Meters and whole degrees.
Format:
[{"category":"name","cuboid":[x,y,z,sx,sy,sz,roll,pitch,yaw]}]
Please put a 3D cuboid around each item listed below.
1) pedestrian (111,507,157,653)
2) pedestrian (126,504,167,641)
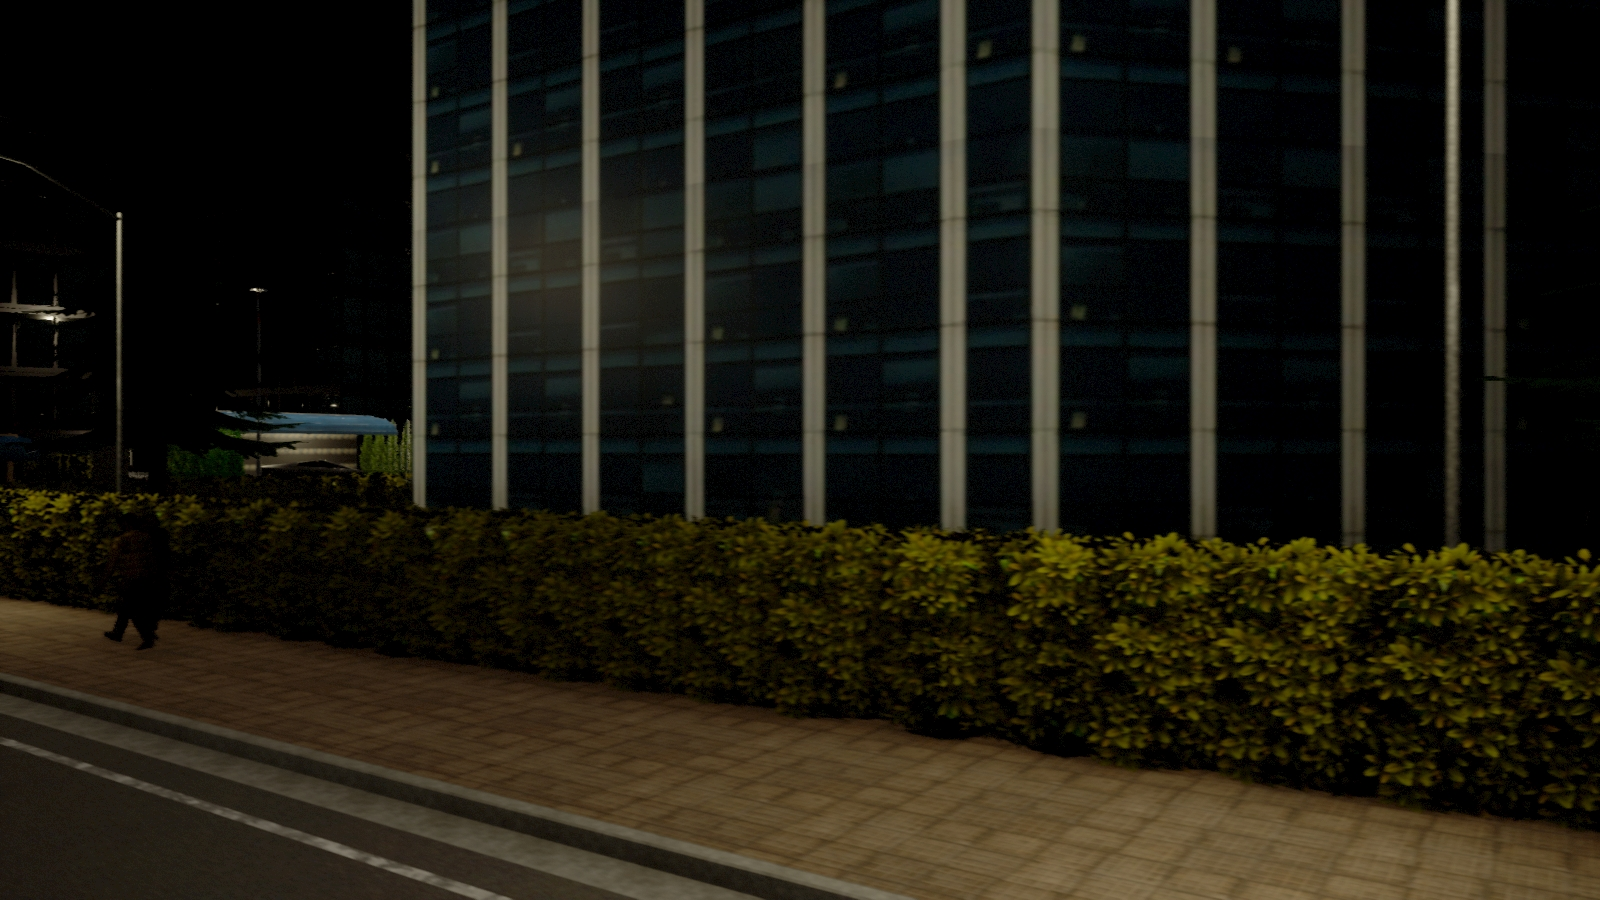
[{"category":"pedestrian","cuboid":[-8.737,1.694,14.992,0.375,1.860,0.375,0,0,20]},{"category":"pedestrian","cuboid":[-9.137,1.695,15.968,0.375,1.860,0.375,0,0,35]}]
